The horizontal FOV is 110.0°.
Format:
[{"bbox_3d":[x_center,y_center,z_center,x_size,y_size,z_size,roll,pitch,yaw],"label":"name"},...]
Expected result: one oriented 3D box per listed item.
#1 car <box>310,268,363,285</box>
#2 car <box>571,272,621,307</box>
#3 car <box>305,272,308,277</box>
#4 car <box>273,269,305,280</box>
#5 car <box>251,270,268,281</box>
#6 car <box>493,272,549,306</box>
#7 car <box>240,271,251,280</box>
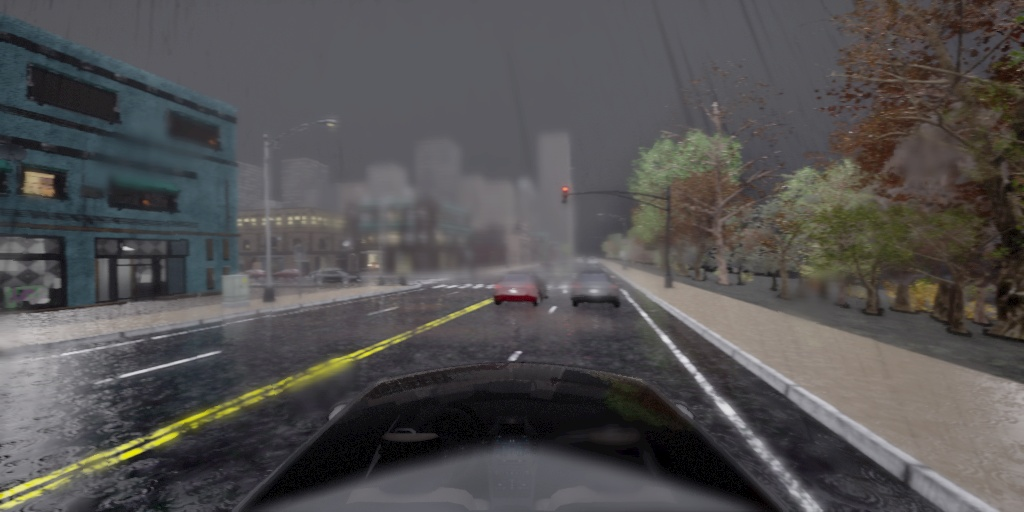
[{"bbox_3d":[-16.061,2.000,33.413,4.313,1.339,1.948,0,0,13],"label":"car"},{"bbox_3d":[3.699,1.377,15.893,1.994,1.385,4.181,-1,0,13],"label":"car"},{"bbox_3d":[-22.271,2.148,43.577,4.403,1.370,2.007,0,0,13],"label":"car"},{"bbox_3d":[-27.663,2.317,44.824,4.207,1.307,1.802,0,0,13],"label":"car"},{"bbox_3d":[-33.054,2.453,46.072,4.207,1.307,1.802,0,0,13],"label":"car"},{"bbox_3d":[0.528,1.420,16.608,1.994,1.385,4.181,-1,0,13],"label":"car"},{"bbox_3d":[-29.550,2.218,36.659,4.097,1.591,1.967,0,0,13],"label":"car"}]
